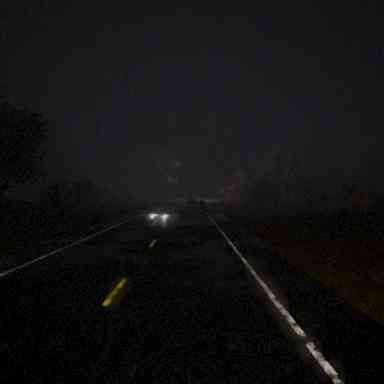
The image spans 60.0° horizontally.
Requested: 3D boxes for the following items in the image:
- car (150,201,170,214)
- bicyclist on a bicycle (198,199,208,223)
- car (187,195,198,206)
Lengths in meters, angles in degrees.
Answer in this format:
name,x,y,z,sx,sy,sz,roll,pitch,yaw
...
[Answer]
name,x,y,z,sx,sy,sz,roll,pitch,yaw
car,-3.616,1.702,37.848,1.994,1.385,4.181,0,0,0
bicyclist on a bicycle,0.949,1.548,24.707,0.582,1.620,1.656,0,-1,0
car,0.064,1.752,58.082,1.994,1.385,4.181,0,0,0
